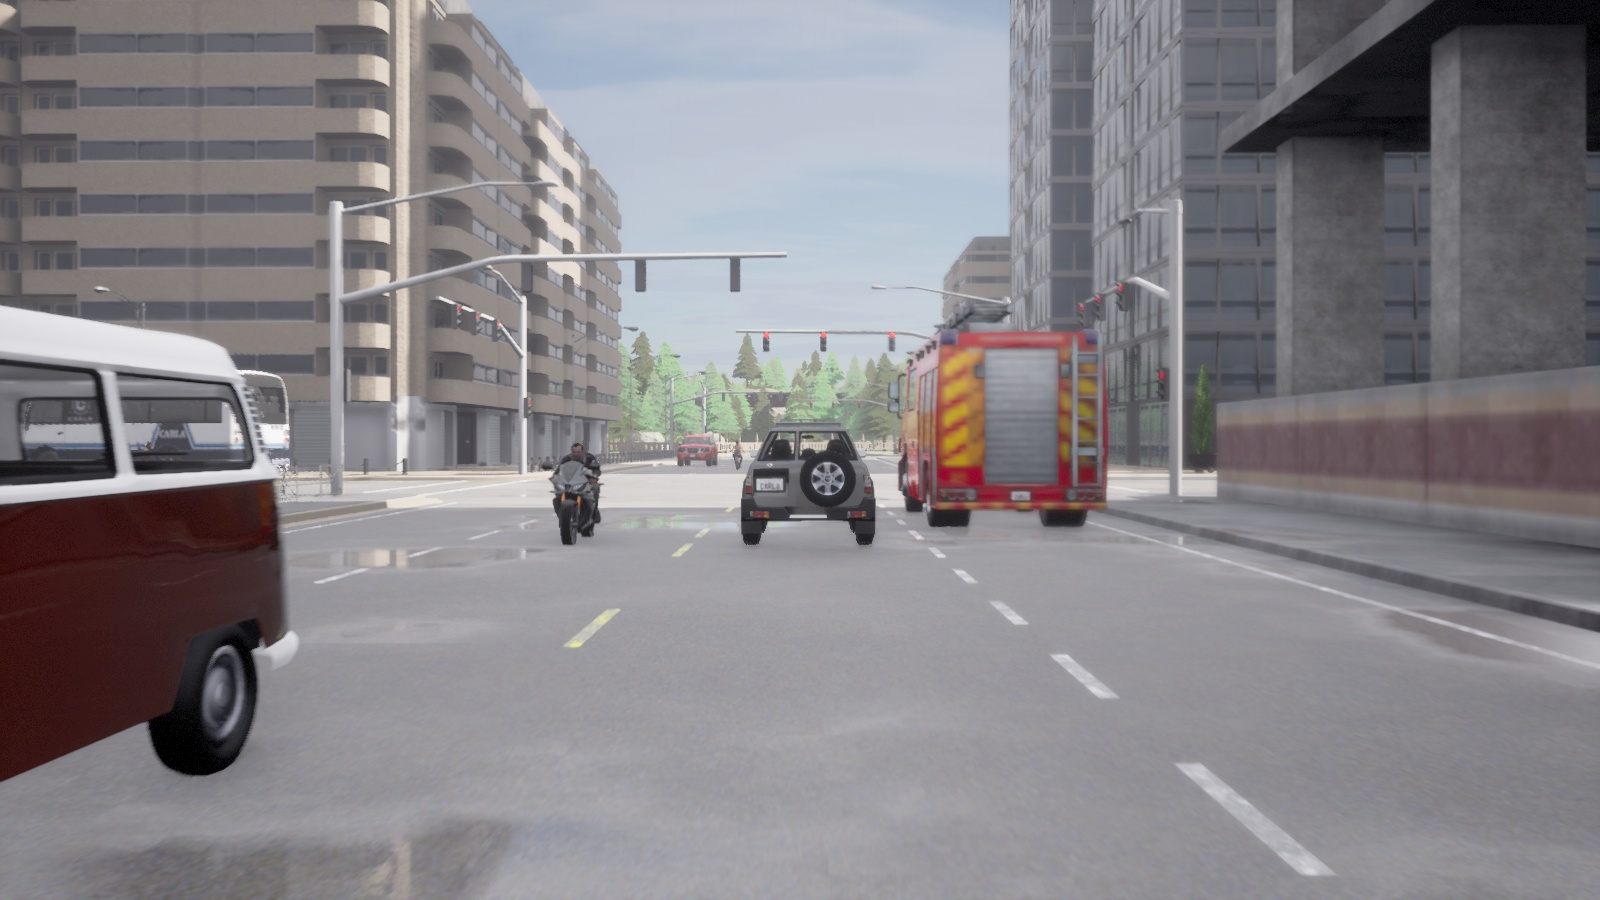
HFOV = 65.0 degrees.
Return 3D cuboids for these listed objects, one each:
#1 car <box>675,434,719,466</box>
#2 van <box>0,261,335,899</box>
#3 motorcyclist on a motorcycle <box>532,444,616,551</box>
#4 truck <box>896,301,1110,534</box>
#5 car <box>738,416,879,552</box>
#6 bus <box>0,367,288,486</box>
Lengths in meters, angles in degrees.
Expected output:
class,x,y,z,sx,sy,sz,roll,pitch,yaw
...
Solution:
class,x,y,z,sx,sy,sz,roll,pitch,yaw
car,-6.685,-0.002,82.090,2.150,2.045,5.566,0,0,2
van,-3.460,0.443,4.277,2.069,2.038,4.480,0,0,0
motorcyclist on a motorcycle,-3.377,0.672,18.985,0.866,1.530,2.191,0,0,0
truck,3.657,-0.555,24.860,2.891,3.827,8.468,0,0,0
car,0.126,0.453,19.502,1.932,1.855,4.605,0,0,0
bus,-25.317,-0.866,48.205,10.273,4.253,3.944,0,0,16
